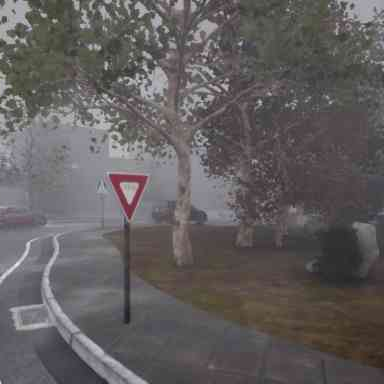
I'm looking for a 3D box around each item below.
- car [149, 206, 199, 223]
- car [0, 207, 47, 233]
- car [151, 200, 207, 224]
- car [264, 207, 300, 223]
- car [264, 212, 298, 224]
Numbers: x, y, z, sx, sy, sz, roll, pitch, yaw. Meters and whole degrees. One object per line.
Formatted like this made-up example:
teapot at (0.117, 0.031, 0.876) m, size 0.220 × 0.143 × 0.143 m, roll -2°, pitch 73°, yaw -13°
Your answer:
car at (-1.691, 2.251, 33.035) m, size 1.837 × 1.490 × 4.892 m, roll 0°, pitch -3°, yaw 45°
car at (-10.753, 1.555, 19.810) m, size 1.994 × 1.385 × 4.181 m, roll 0°, pitch 0°, yaw 20°
car at (-1.035, 1.828, 29.477) m, size 2.150 × 2.045 × 5.566 m, roll 0°, pitch -4°, yaw 45°
car at (12.597, 3.276, 46.362) m, size 5.566 × 2.045 × 2.150 m, roll 5°, pitch -3°, yaw -42°
car at (10.778, 3.180, 40.431) m, size 5.008 × 1.535 × 1.882 m, roll 5°, pitch -3°, yaw -42°
